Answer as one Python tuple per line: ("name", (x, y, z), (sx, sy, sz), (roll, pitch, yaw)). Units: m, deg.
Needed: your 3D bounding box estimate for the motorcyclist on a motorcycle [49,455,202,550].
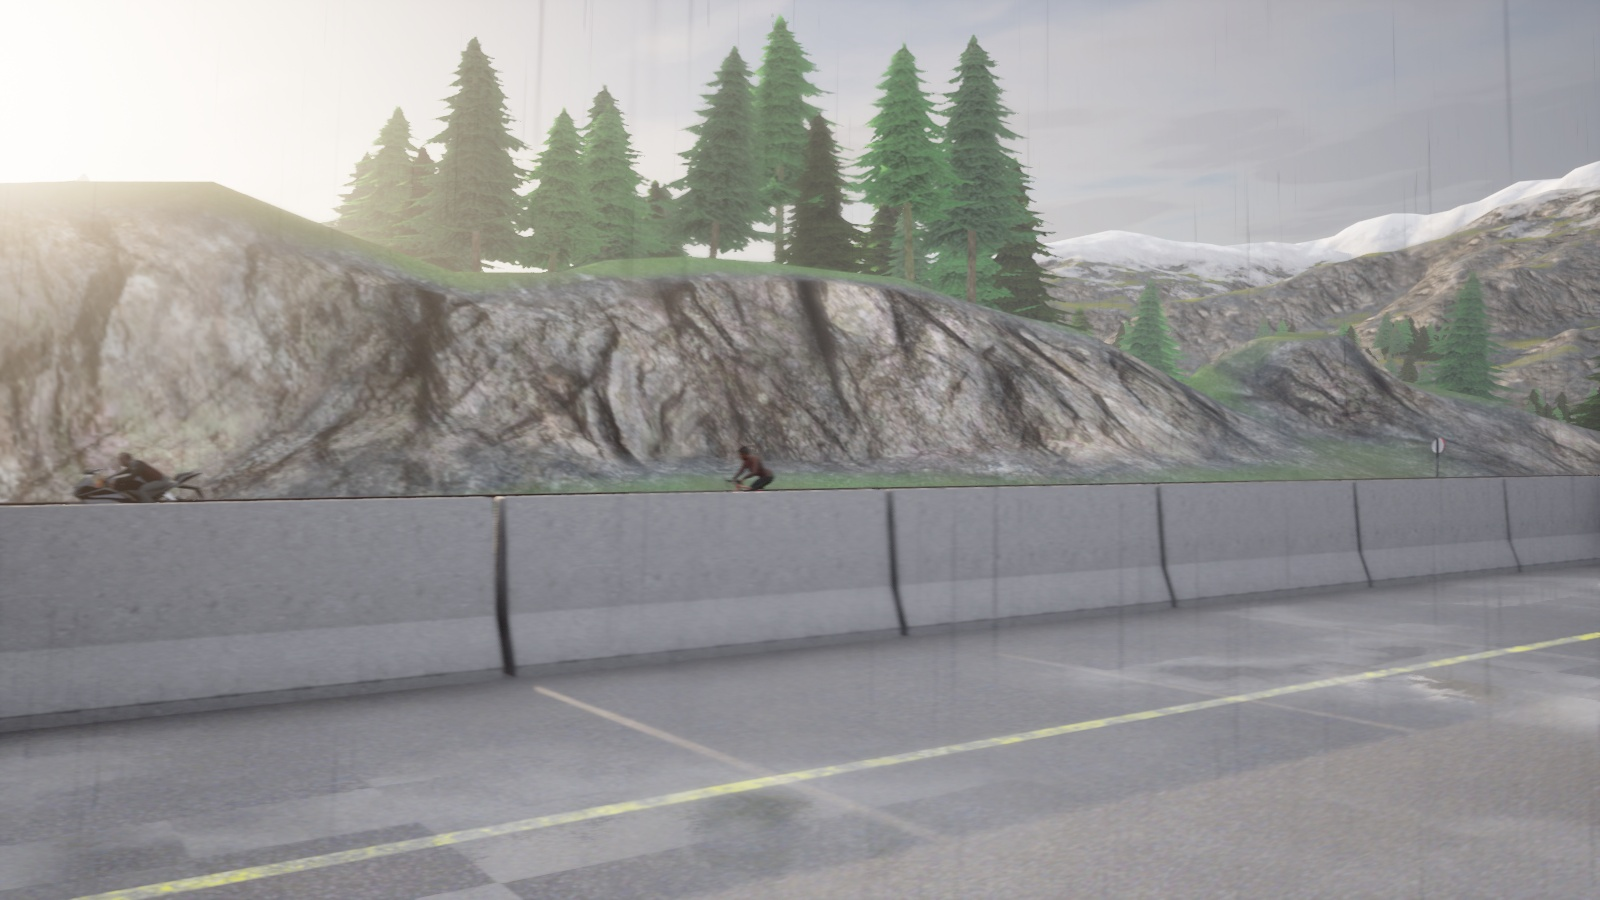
("motorcyclist on a motorcycle", (-11.421, 0.856, 21.295), (2.191, 1.530, 0.866), (0, 0, -35))
